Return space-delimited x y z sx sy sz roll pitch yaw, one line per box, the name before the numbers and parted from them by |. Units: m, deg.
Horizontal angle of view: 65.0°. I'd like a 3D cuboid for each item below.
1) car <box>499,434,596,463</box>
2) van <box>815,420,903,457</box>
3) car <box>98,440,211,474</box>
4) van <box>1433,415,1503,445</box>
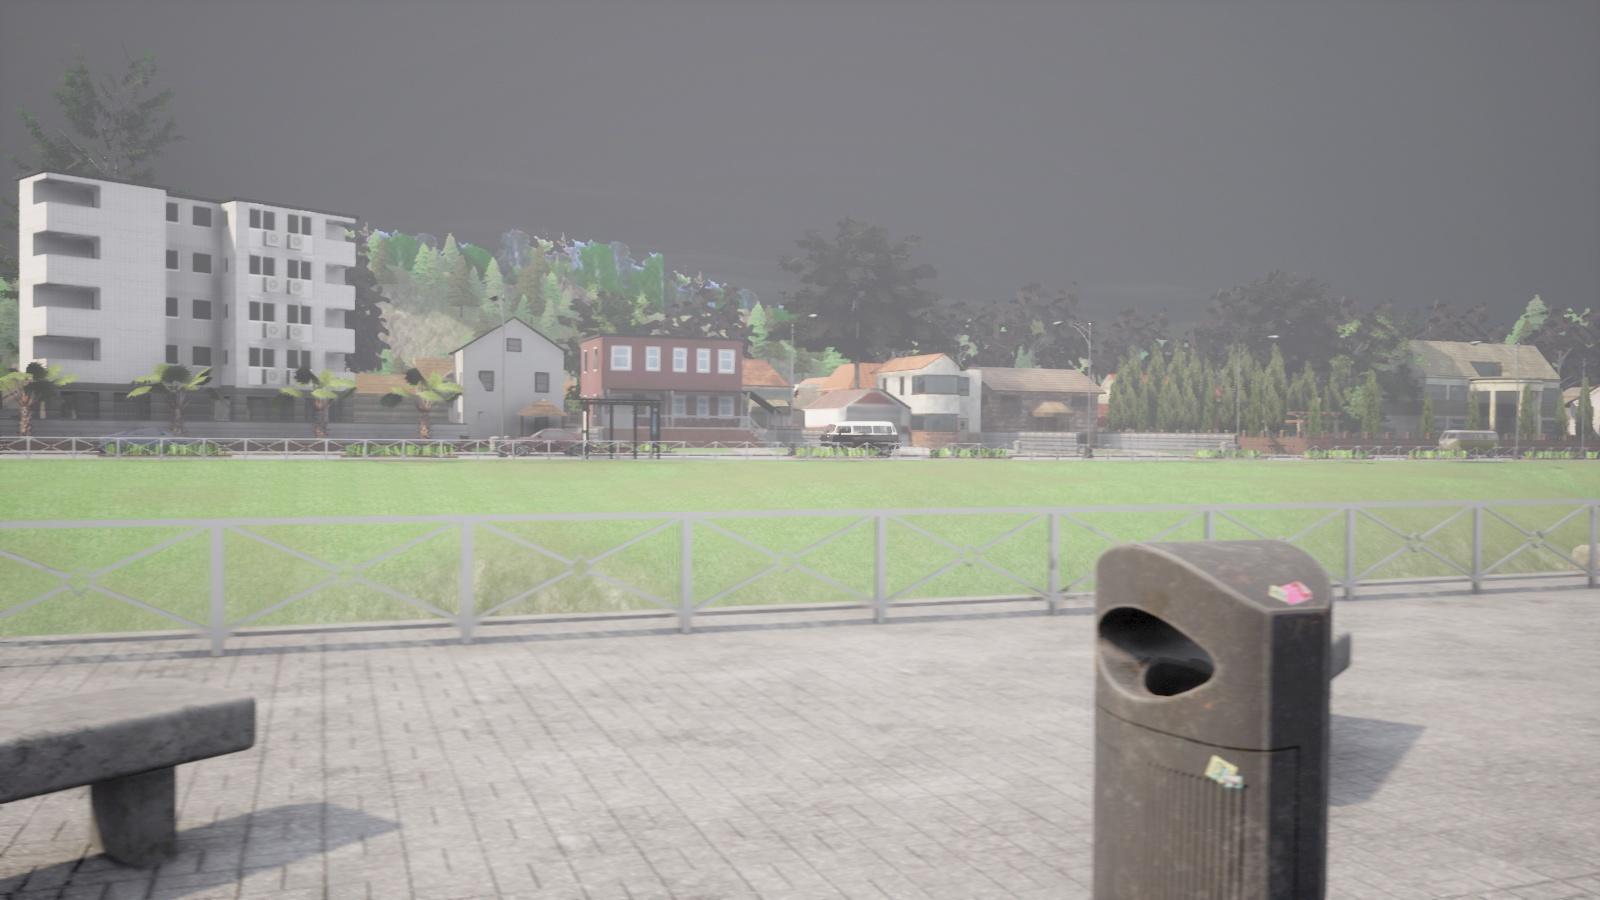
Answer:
car | -13.026 -0.093 64.841 4.674 1.442 1.812 -1 1 -21
van | 3.340 -0.676 71.059 4.480 2.038 2.069 -1 1 -21
car | -28.114 0.274 54.827 4.181 1.385 1.994 -1 1 -21
van | 46.541 -1.390 87.482 4.442 1.987 1.775 -1 1 -21
